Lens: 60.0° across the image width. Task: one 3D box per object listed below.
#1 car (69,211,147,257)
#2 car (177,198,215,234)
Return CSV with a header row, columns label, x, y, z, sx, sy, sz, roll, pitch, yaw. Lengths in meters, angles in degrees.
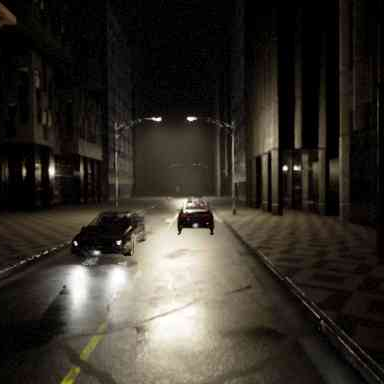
label,x,y,z,sx,sy,sz,roll,pitch,yaw
car,-2.907,1.451,12.823,2.033,1.411,5.357,-1,1,0
car,0.197,1.310,17.946,2.128,1.511,4.902,-1,1,1
